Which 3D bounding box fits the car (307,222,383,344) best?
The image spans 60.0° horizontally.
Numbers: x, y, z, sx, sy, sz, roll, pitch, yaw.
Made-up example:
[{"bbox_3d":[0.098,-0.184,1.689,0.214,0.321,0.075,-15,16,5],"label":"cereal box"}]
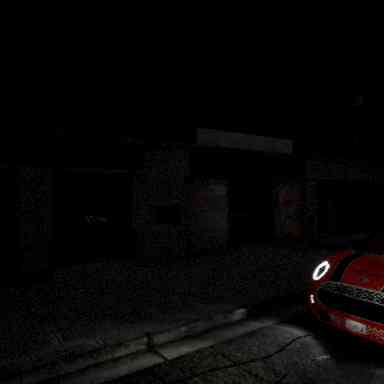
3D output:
[{"bbox_3d":[4.151,1.306,6.025,4.553,1.767,2.097,0,0,-35],"label":"car"}]
